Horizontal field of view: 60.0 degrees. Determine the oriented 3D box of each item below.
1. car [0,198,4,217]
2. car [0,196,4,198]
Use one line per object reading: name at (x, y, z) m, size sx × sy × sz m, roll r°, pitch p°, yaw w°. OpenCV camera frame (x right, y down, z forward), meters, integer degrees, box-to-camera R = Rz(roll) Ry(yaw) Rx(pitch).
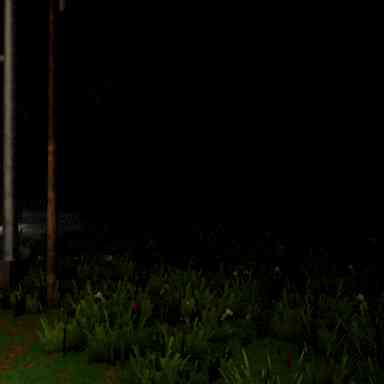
car at (-13.929, 1.451, 23.558) m, size 1.882 × 1.535 × 5.008 m, roll 0°, pitch 0°, yaw -23°
car at (-26.101, 1.325, 43.685) m, size 4.553 × 1.767 × 2.097 m, roll 0°, pitch 0°, yaw 39°
